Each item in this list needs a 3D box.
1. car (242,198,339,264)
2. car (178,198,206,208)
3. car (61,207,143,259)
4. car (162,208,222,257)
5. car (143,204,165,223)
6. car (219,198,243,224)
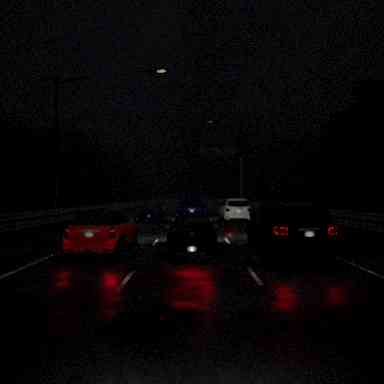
[{"bbox_3d":[3.508,1.359,12.572,2.150,2.045,5.566,0,0,0],"label":"car"},{"bbox_3d":[0.009,1.525,27.584,2.150,2.045,5.566,0,0,0],"label":"car"},{"bbox_3d":[-3.482,1.494,13.419,2.097,1.767,4.553,0,-1,0],"label":"car"},{"bbox_3d":[0.018,1.651,13.504,1.837,1.490,4.892,0,0,0],"label":"car"},{"bbox_3d":[-3.474,1.797,29.242,1.882,1.535,5.008,0,0,0],"label":"car"},{"bbox_3d":[3.509,1.525,27.567,2.150,2.045,5.566,0,0,0],"label":"car"}]
